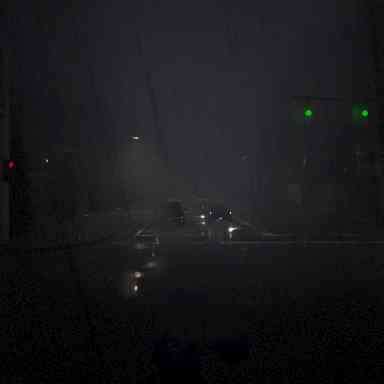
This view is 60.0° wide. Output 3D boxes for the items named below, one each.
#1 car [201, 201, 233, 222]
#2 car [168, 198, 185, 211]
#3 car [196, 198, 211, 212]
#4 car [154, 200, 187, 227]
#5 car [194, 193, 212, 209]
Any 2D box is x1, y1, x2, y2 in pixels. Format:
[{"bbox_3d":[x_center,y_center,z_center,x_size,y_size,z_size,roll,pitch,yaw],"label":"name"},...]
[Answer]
[{"bbox_3d":[2.012,1.601,26.189,1.895,1.301,4.718,0,0,-1],"label":"car"},{"bbox_3d":[-1.949,1.547,42.876,2.033,1.411,5.357,0,0,-2],"label":"car"},{"bbox_3d":[1.763,1.601,35.355,1.895,1.301,4.718,0,0,-1],"label":"car"},{"bbox_3d":[-1.404,1.505,22.731,1.837,1.490,4.892,0,0,-1],"label":"car"},{"bbox_3d":[1.468,1.221,46.114,2.150,2.045,5.566,0,0,-2],"label":"car"}]
